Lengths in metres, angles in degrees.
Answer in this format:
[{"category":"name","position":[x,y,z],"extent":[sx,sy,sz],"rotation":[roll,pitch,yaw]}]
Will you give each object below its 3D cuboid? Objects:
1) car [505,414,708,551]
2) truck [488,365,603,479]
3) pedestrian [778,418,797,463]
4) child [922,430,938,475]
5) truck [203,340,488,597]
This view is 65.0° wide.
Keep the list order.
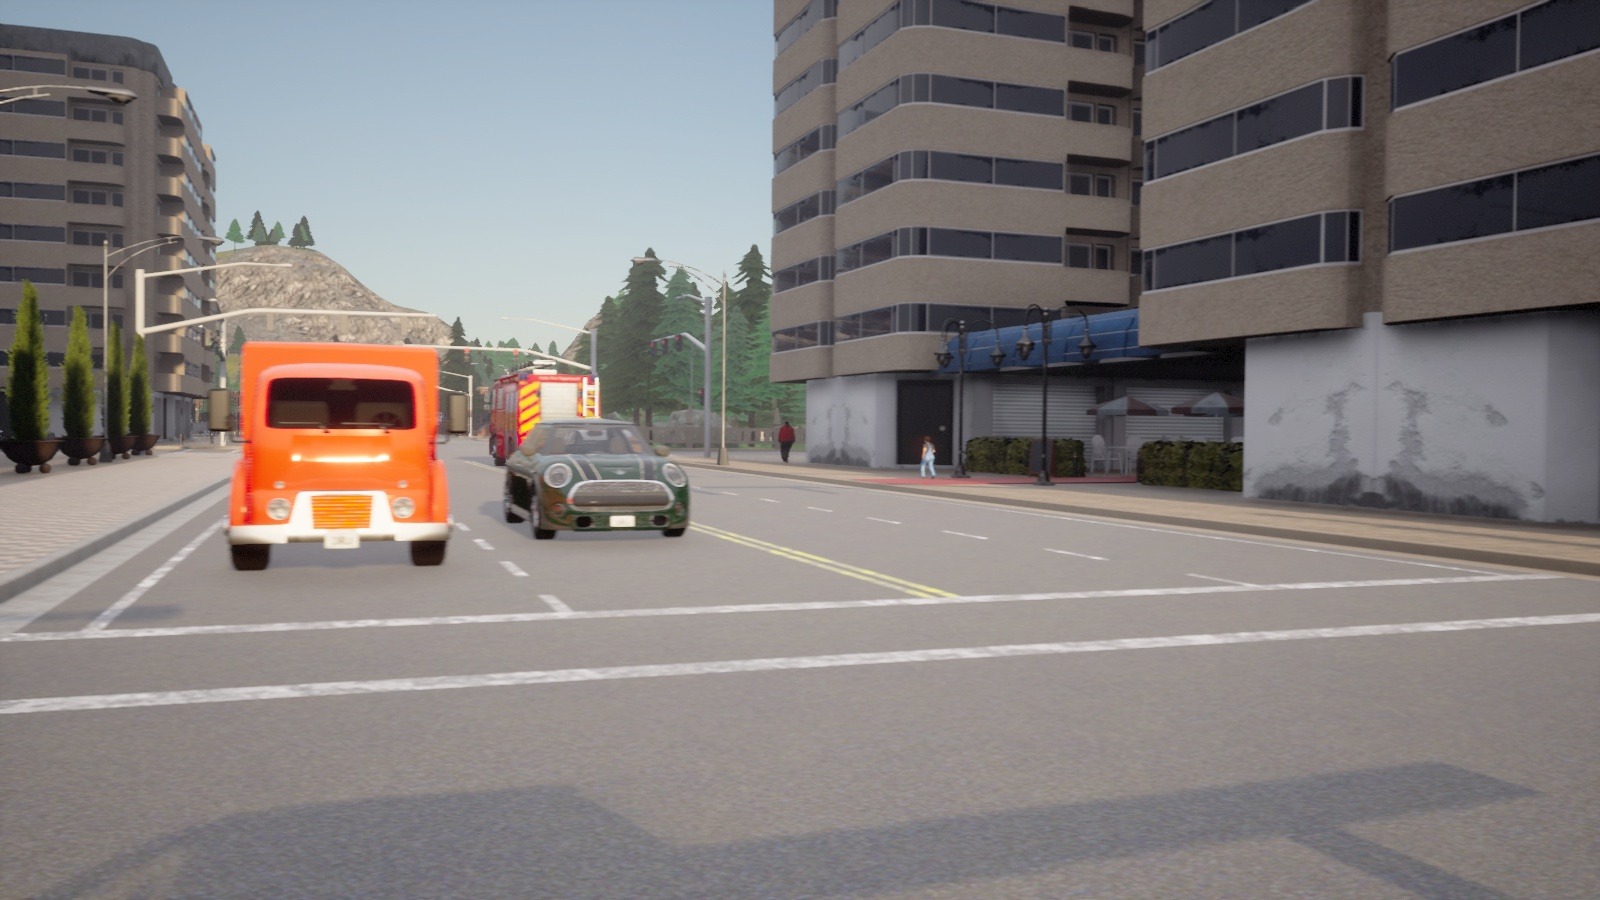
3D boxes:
[{"category":"car","position":[-3.028,0.385,18.720],"extent":[2.097,1.767,4.553],"rotation":[-1,1,-20]},{"category":"truck","position":[-9.627,-1.023,46.719],"extent":[2.891,3.827,8.468],"rotation":[-1,1,-20]},{"category":"pedestrian","position":[-0.510,-0.385,52.016],"extent":[0.634,1.844,0.899],"rotation":[-1,1,-9]},{"category":"child","position":[3.691,0.079,35.564],"extent":[0.270,1.263,0.437],"rotation":[-1,1,-22]},{"category":"truck","position":[-5.363,0.126,14.920],"extent":[2.627,2.467,5.204],"rotation":[-1,1,-20]}]
